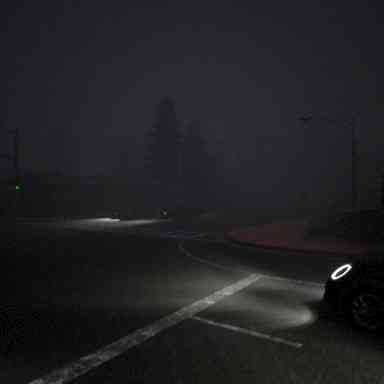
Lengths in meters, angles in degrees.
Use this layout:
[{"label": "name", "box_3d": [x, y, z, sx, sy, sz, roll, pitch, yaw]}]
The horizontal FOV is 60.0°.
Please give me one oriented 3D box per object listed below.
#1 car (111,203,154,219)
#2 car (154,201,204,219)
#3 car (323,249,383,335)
[{"label": "car", "box_3d": [-5.403, 1.695, 30.677, 1.994, 1.385, 4.181, 0, 0, 38]}, {"label": "car", "box_3d": [-0.849, 1.602, 30.851, 2.128, 1.511, 4.902, 0, 0, 38]}, {"label": "car", "box_3d": [4.509, 1.350, 5.156, 4.553, 1.767, 2.097, -1, 0, 38]}]
